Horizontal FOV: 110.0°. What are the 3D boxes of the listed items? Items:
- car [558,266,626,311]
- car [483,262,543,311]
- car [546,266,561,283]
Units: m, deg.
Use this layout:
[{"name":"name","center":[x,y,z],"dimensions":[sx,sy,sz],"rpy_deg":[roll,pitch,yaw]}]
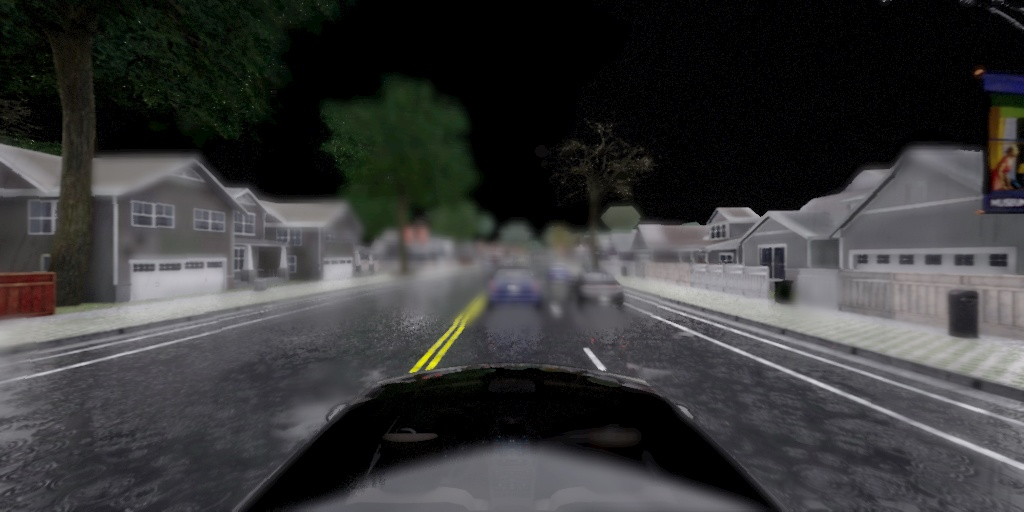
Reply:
[{"name":"car","center":[3.410,1.368,15.266],"dimensions":[2.128,1.511,4.902],"rpy_deg":[0,0,2]},{"name":"car","center":[0.159,1.226,15.243],"dimensions":[2.097,1.767,4.553],"rpy_deg":[0,-1,2]},{"name":"car","center":[3.944,1.533,30.548],"dimensions":[1.812,1.442,4.674],"rpy_deg":[0,0,3]}]
